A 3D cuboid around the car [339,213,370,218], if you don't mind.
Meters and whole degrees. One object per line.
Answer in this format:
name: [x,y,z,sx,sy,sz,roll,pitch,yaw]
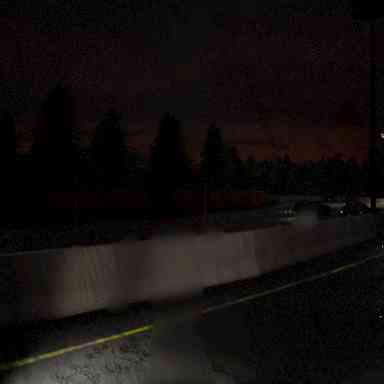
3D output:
car: [13.715,1.540,27.773,1.812,1.442,4.674,0,0,36]
